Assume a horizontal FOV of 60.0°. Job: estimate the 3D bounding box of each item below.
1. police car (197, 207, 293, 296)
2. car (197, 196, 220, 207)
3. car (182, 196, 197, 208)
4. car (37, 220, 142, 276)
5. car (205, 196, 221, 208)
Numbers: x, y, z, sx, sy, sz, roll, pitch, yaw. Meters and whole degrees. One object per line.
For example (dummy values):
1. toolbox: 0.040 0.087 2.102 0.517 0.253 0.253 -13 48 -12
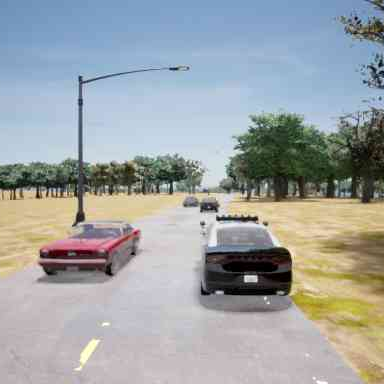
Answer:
1. police car: 1.168 1.423 8.812 1.930 1.638 5.238 0 0 1
2. car: 1.959 1.393 36.799 1.882 1.535 5.008 0 0 6
3. car: -0.144 1.356 45.828 1.837 1.490 4.892 0 0 7
4. car: -2.907 1.597 10.459 1.895 1.301 4.718 0 0 2
5. car: 2.983 1.320 47.174 1.882 1.535 5.008 0 0 8
